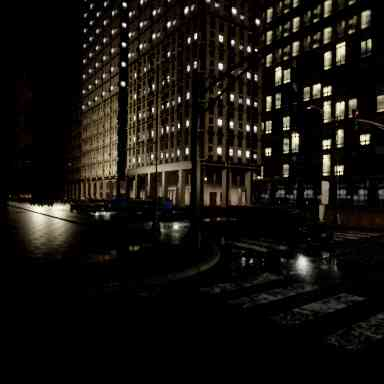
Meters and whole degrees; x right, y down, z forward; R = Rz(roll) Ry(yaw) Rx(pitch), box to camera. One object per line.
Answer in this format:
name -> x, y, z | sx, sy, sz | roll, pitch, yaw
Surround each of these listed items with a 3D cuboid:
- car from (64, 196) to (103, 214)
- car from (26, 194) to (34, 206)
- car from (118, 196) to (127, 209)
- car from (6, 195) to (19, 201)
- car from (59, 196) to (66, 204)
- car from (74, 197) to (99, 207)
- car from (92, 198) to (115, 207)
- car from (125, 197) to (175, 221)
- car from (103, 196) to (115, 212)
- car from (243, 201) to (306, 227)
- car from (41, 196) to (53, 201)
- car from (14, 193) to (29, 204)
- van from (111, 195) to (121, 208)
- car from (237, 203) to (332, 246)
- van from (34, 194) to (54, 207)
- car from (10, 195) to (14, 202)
car -> -10.814, 1.427, 32.935 | 2.008, 1.369, 4.403 | 1, -1, -35
car -> -23.868, 1.432, 51.377 | 1.802, 1.307, 4.206 | 1, -1, -35
car -> -7.238, 1.584, 42.386 | 2.008, 1.369, 4.403 | 1, -1, -35
car -> -40.184, 1.377, 74.429 | 2.008, 1.369, 4.403 | 1, -1, -35
car -> -22.141, 1.463, 58.951 | 1.837, 1.490, 4.892 | 1, -1, -35
car -> -16.013, 1.517, 50.296 | 2.033, 1.411, 5.357 | 1, -1, -36
car -> -13.766, 1.586, 51.607 | 1.947, 1.339, 4.313 | 1, -1, -35
car -> -3.199, 1.418, 26.656 | 1.882, 1.535, 5.008 | 1, 0, -35
car -> -11.082, 1.469, 37.813 | 2.033, 1.411, 5.357 | 1, -1, -35
car -> 5.818, 1.505, 23.945 | 1.967, 1.590, 4.097 | 1, -1, -35
car -> -36.610, 1.570, 83.880 | 1.802, 1.307, 4.206 | 1, -1, -35
car -> -30.390, 1.154, 60.600 | 2.192, 1.841, 5.009 | 1, -1, -35
van -> -10.498, 1.368, 46.999 | 1.690, 1.788, 3.998 | 1, -1, -35
car -> 4.075, 1.439, 15.433 | 1.882, 1.535, 5.008 | 1, 0, -28
van -> -20.600, 1.197, 46.768 | 1.690, 1.788, 3.998 | 1, -1, -35
car -> -36.921, 1.396, 69.819 | 1.947, 1.339, 4.313 | 1, -1, -35
